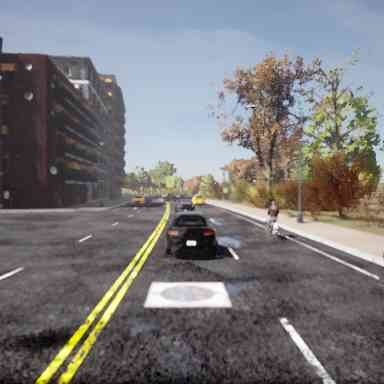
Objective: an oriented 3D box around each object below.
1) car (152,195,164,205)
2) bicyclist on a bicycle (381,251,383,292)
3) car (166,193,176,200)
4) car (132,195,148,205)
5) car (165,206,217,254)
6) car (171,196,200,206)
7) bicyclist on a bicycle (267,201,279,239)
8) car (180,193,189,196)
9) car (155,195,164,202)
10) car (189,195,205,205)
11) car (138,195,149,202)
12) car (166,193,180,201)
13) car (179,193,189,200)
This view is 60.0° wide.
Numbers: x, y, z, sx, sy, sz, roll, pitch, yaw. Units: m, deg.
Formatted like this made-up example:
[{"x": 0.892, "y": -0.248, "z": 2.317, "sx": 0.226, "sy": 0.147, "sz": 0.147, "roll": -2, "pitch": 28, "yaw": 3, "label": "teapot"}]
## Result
[{"x": -5.638, "y": 1.476, "z": 55.244, "sx": 1.895, "sy": 1.301, "sz": 4.718, "roll": 0, "pitch": 0, "yaw": -4, "label": "car"}, {"x": 4.085, "y": 1.438, "z": 6.336, "sx": 0.582, "sy": 1.620, "sz": 1.656, "roll": 0, "pitch": 0, "yaw": -1, "label": "bicyclist on a bicycle"}, {"x": -5.406, "y": 1.044, "z": 85.129, "sx": 2.097, "sy": 1.767, "sz": 4.553, "roll": 0, "pitch": 0, "yaw": -7, "label": "car"}, {"x": -8.912, "y": 1.356, "z": 55.371, "sx": 1.882, "sy": 1.535, "sz": 5.008, "roll": 0, "pitch": 0, "yaw": -4, "label": "car"}, {"x": -0.071, "y": 1.497, "z": 13.157, "sx": 1.812, "sy": 1.442, "sz": 4.674, "roll": 0, "pitch": 0, "yaw": -1, "label": "car"}, {"x": -0.682, "y": 1.424, "z": 31.211, "sx": 2.128, "sy": 1.511, "sz": 4.902, "roll": 0, "pitch": 0, "yaw": -3, "label": "car"}, {"x": 3.907, "y": 1.334, "z": 16.223, "sx": 0.659, "sy": 1.776, "sz": 1.843, "roll": 0, "pitch": 0, "yaw": -1, "label": "bicyclist on a bicycle"}, {"x": -0.800, "y": 1.342, "z": 73.707, "sx": 2.128, "sy": 1.511, "sz": 4.902, "roll": 0, "pitch": 0, "yaw": -6, "label": "car"}, {"x": -7.086, "y": 1.328, "z": 71.380, "sx": 1.837, "sy": 1.490, "sz": 4.892, "roll": 0, "pitch": 0, "yaw": -6, "label": "car"}, {"x": 1.050, "y": 1.347, "z": 54.983, "sx": 1.882, "sy": 1.535, "sz": 5.008, "roll": 0, "pitch": 0, "yaw": -5, "label": "car"}, {"x": -10.360, "y": 1.355, "z": 71.422, "sx": 2.128, "sy": 1.511, "sz": 4.902, "roll": 0, "pitch": 0, "yaw": -6, "label": "car"}, {"x": -4.230, "y": 1.339, "z": 75.181, "sx": 2.128, "sy": 1.511, "sz": 4.902, "roll": 0, "pitch": 0, "yaw": -6, "label": "car"}, {"x": -2.168, "y": 1.137, "z": 85.411, "sx": 2.097, "sy": 1.767, "sz": 4.553, "roll": 0, "pitch": 0, "yaw": -7, "label": "car"}]
